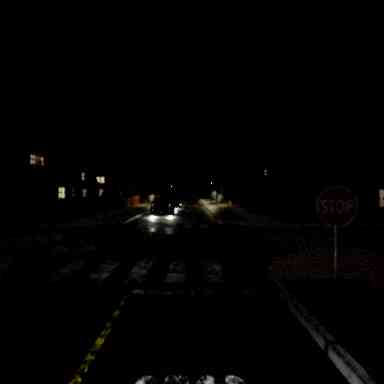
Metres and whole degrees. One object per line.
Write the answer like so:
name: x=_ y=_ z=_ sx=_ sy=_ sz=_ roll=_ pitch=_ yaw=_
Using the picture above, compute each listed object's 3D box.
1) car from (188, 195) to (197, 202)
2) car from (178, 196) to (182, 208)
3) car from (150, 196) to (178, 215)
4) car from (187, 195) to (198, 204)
car: x=0.077 y=1.302 z=69.437 sx=1.812 sy=1.442 sz=4.674 roll=0 pitch=0 yaw=0
car: x=-2.778 y=1.456 z=46.238 sx=1.994 sy=1.385 sz=4.181 roll=0 pitch=0 yaw=0
car: x=-2.805 y=1.256 z=32.412 sx=2.097 sy=1.767 sz=4.553 roll=0 pitch=0 yaw=0
car: x=0.065 y=1.384 z=59.017 sx=1.882 sy=1.535 sz=5.008 roll=0 pitch=0 yaw=0
